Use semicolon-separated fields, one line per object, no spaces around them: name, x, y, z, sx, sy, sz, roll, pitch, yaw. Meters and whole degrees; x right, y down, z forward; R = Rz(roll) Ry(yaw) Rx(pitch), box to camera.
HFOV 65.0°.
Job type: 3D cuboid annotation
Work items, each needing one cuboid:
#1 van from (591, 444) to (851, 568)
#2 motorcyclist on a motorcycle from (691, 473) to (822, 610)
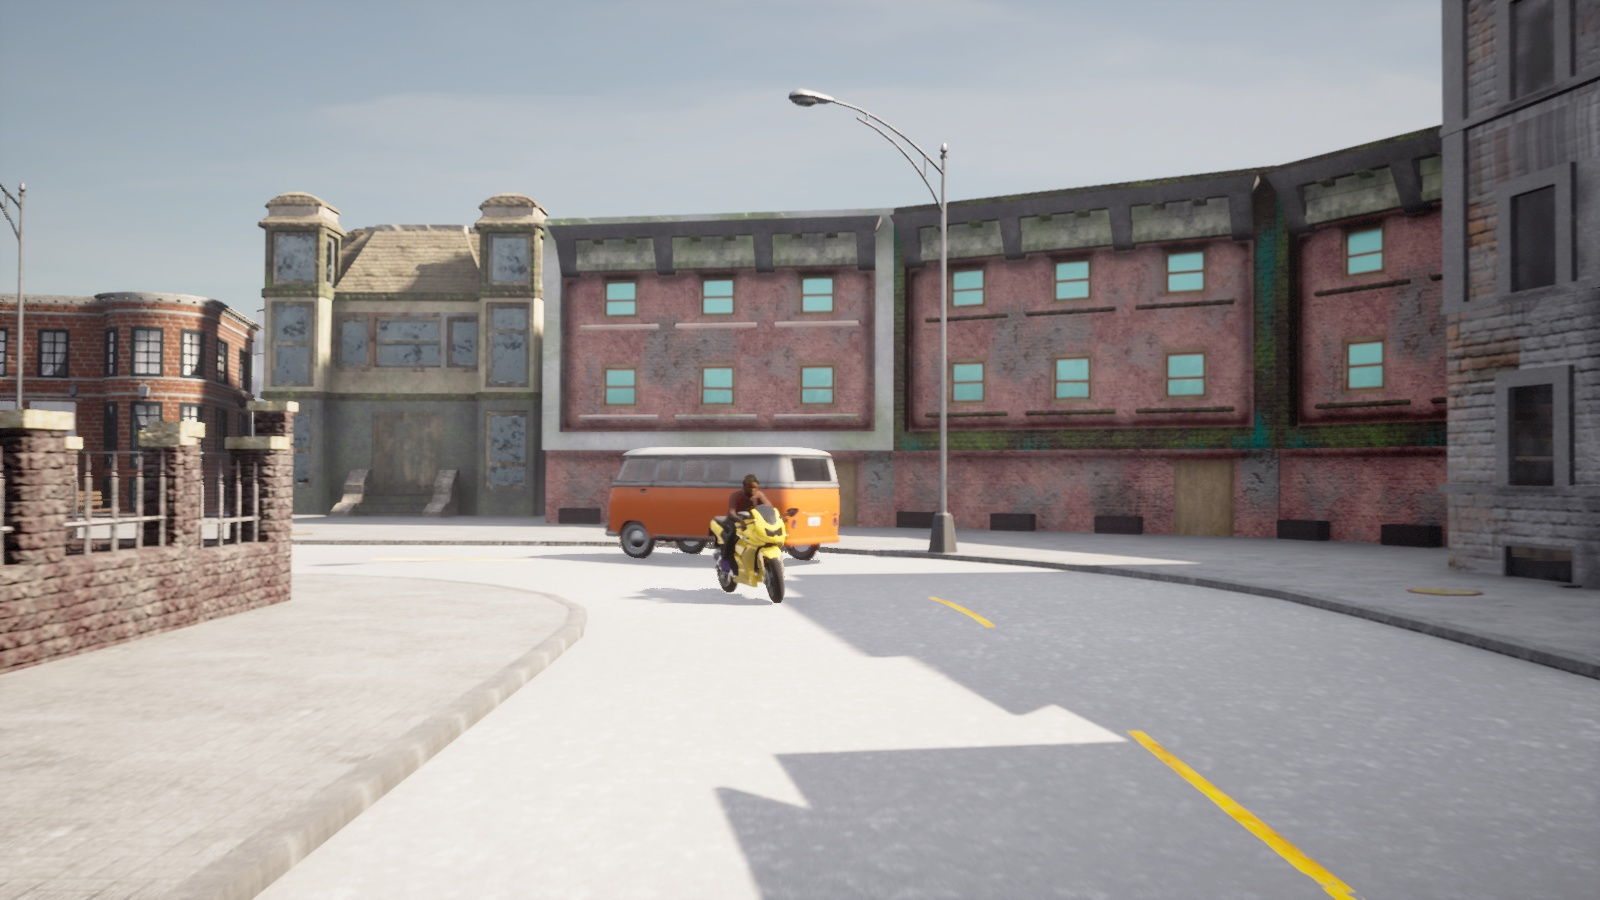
van;-1.457;0.946;22.166;4.442;1.987;1.775;-1;-1;35
motorcyclist on a motorcycle;-0.570;1.058;15.392;0.797;1.523;2.044;-3;0;-25
